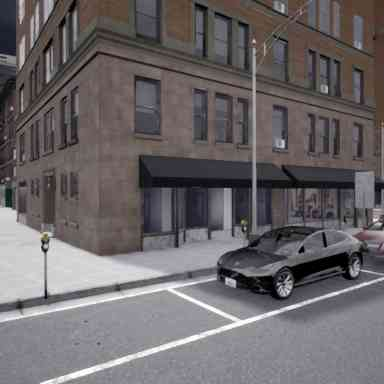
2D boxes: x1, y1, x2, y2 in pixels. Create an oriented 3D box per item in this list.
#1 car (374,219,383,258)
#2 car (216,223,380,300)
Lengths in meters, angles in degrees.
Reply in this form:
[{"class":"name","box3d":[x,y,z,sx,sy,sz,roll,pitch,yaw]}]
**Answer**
[{"class":"car","box3d":[7.080,1.581,11.573,4.206,1.307,1.802,0,0,-35]},{"class":"car","box3d":[2.599,1.565,8.382,4.313,1.339,1.947,0,0,-35]}]
